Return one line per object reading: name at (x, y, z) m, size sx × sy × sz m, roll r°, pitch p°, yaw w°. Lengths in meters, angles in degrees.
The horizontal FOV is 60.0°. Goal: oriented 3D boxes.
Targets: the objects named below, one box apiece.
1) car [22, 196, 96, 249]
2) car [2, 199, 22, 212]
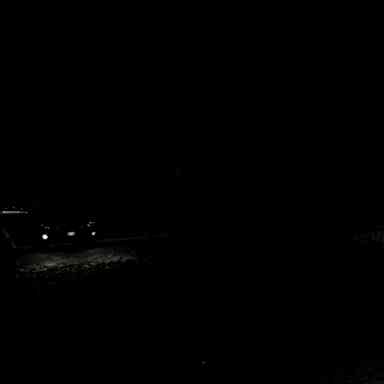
car at (-6.082, 1.229, 15.053) m, size 2.150 × 2.045 × 5.566 m, roll 0°, pitch 0°, yaw -32°
car at (-20.097, 1.458, 37.244) m, size 1.994 × 1.385 × 4.181 m, roll 0°, pitch 1°, yaw -32°
